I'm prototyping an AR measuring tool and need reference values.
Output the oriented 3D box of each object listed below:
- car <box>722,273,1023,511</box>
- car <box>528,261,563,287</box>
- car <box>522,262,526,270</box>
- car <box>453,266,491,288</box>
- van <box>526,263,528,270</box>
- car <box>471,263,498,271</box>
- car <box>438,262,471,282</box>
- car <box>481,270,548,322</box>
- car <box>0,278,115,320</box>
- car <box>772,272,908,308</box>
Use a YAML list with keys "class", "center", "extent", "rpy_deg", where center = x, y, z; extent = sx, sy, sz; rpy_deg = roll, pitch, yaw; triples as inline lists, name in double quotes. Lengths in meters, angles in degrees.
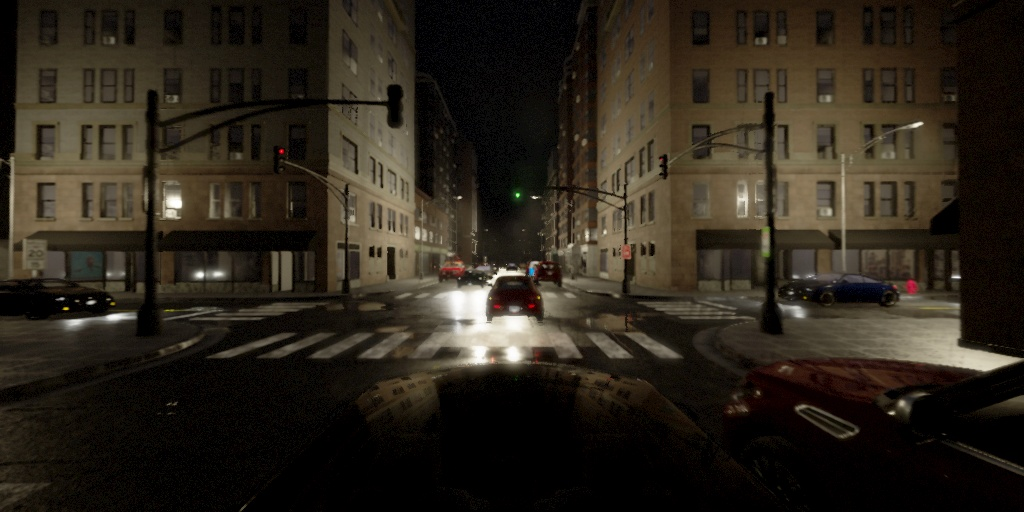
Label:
- class: "car"
  center: [2.637, 1.053, 0.676]
  extent: [2.192, 1.841, 5.009]
  rpy_deg: [0, 0, 0]
- class: "car"
  center: [2.698, 1.366, 27.730]
  extent: [2.192, 1.841, 5.009]
  rpy_deg: [0, 0, 0]
- class: "car"
  center: [2.683, 1.556, 44.240]
  extent: [2.192, 1.841, 5.009]
  rpy_deg: [0, 0, 0]
- class: "car"
  center: [-2.852, 1.638, 26.575]
  extent: [1.895, 1.301, 4.718]
  rpy_deg: [0, -1, 0]
- class: "van"
  center: [2.688, 1.519, 38.737]
  extent: [1.690, 1.789, 3.998]
  rpy_deg: [0, 0, 0]
- class: "car"
  center: [-2.851, 1.704, 36.939]
  extent: [2.033, 1.411, 5.357]
  rpy_deg: [0, -1, 0]
- class: "car"
  center: [-5.422, 1.429, 33.231]
  extent: [2.192, 1.841, 5.009]
  rpy_deg: [0, 0, 0]
- class: "car"
  center: [0.082, 1.400, 12.722]
  extent: [1.812, 1.442, 4.674]
  rpy_deg: [0, -1, 0]
- class: "car"
  center: [-17.116, 1.491, 12.897]
  extent: [4.181, 1.385, 1.994]
  rpy_deg: [0, -1, 0]
- class: "car"
  center: [14.244, 1.436, 15.781]
  extent: [4.181, 1.385, 1.994]
  rpy_deg: [0, -1, -1]
